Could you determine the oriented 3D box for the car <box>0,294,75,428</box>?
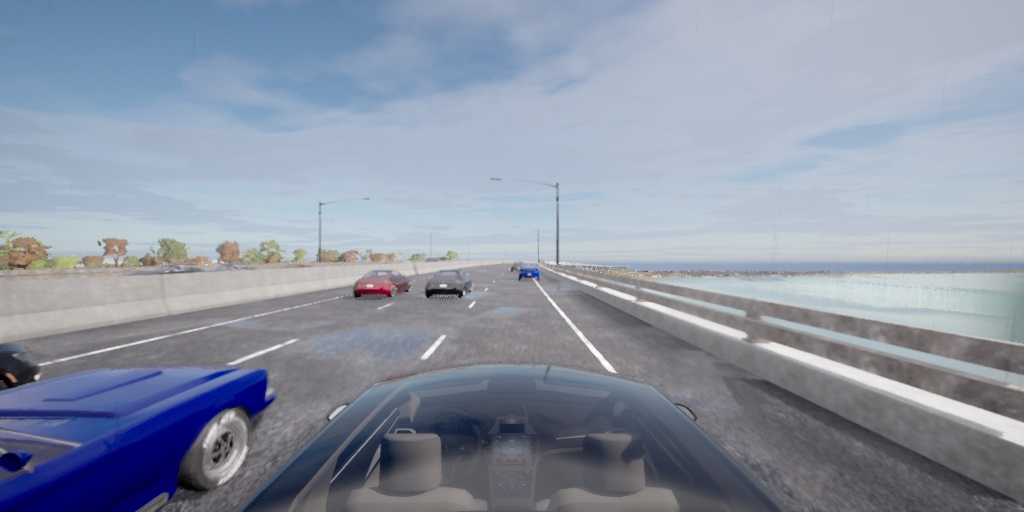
[{"bbox_3d":[-6.892,1.256,2.456,1.837,1.490,4.892,0,0,0],"label":"car"}]

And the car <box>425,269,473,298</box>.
[{"bbox_3d":[-3.295,1.408,19.322,1.994,1.385,4.181,0,0,1],"label":"car"}]

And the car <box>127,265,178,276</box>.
[{"bbox_3d":[-24.414,1.363,25.508,2.128,1.511,4.902,0,0,1],"label":"car"}]

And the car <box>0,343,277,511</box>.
[{"bbox_3d":[-3.395,1.349,1.603,1.895,1.301,4.718,0,0,0],"label":"car"}]

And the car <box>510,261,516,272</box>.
[{"bbox_3d":[0.793,1.546,52.958,2.128,1.511,4.902,0,0,2],"label":"car"}]

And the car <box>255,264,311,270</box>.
[{"bbox_3d":[-17.372,1.369,28.327,1.882,1.535,5.008,0,0,1],"label":"car"}]

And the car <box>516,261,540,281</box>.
[{"bbox_3d":[1.515,1.403,32.765,1.882,1.535,5.008,0,0,1],"label":"car"}]

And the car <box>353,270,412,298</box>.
[{"bbox_3d":[-6.796,1.406,19.226,1.994,1.385,4.181,0,0,1],"label":"car"}]

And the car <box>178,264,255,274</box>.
[{"bbox_3d":[-20.904,1.369,26.259,2.128,1.511,4.902,0,0,1],"label":"car"}]
